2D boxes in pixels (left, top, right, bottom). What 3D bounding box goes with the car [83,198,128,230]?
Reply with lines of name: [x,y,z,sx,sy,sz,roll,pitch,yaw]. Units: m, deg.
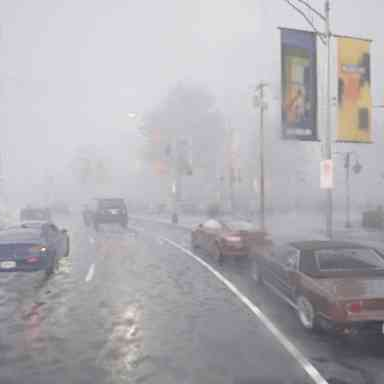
car: [-6.125,1.419,23.237,2.150,2.045,5.566,0,-1,-27]

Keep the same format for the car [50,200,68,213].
car: [-15.680,1.708,37.909,2.097,1.767,4.553,0,0,-34]

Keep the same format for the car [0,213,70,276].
car: [-5.011,1.628,10.399,1.812,1.442,4.674,0,0,-13]

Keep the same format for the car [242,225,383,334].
car: [2.602,1.628,6.862,1.895,1.301,4.718,0,0,-5]

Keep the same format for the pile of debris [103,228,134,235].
pile of debris: [-4.403,2.340,19.826,1.500,0.140,1.860,0,0,-24]

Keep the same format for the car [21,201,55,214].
car: [-13.326,1.753,28.264,1.882,1.535,5.008,0,-1,-33]

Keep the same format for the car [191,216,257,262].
car: [1.332,1.599,12.450,2.002,1.452,4.674,0,0,-15]
